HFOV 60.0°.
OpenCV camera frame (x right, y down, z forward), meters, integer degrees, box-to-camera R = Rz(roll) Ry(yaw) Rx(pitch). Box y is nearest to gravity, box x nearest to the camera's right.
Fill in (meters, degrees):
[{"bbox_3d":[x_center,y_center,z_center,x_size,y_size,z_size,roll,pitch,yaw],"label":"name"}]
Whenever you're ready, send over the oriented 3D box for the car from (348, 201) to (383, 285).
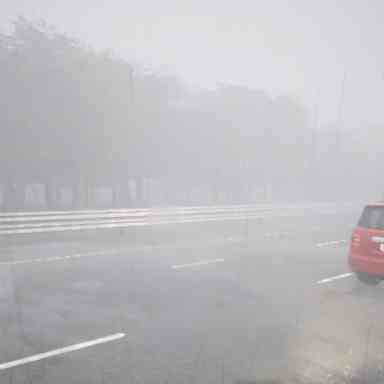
[{"bbox_3d":[6.131,1.224,8.245,5.566,2.045,2.150,0,0,-36],"label":"car"}]
